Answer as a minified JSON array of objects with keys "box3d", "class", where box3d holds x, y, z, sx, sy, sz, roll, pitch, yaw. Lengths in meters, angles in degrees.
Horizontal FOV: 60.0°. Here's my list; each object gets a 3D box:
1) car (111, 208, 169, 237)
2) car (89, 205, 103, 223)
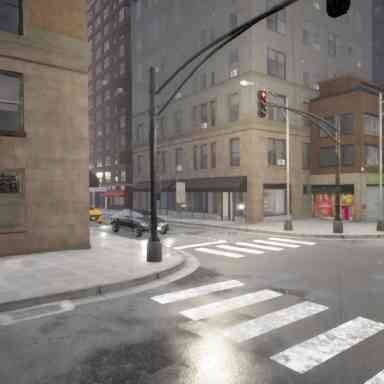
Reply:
[{"box3d":[-3.198,1.694,19.496,1.812,1.442,4.674,-1,0,-38],"class":"car"},{"box3d":[-8.916,1.730,26.997,1.882,1.535,5.008,-1,0,-37],"class":"car"}]
